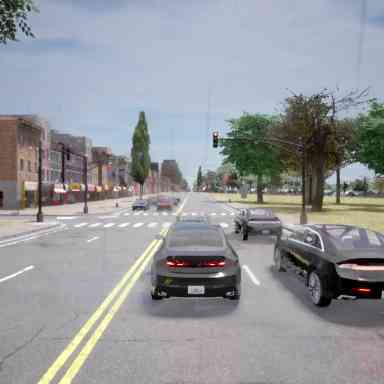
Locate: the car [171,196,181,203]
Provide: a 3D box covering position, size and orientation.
[{"bbox_3d":[-3.257,1.511,68.278,1.895,1.301,4.718,0,0,0],"label":"car"}]

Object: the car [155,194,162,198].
[{"bbox_3d":[-6.584,1.535,55.049,1.837,1.490,4.892,0,0,0],"label":"car"}]

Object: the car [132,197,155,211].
[{"bbox_3d":[-6.593,1.657,43.770,2.033,1.411,5.357,0,0,0],"label":"car"}]

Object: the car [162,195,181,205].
[{"bbox_3d":[-3.330,1.604,53.661,1.994,1.385,4.181,0,1,1],"label":"car"}]

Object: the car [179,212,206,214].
[{"bbox_3d":[0.053,1.689,17.733,1.895,1.301,4.718,0,0,0],"label":"car"}]

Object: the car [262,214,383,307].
[{"bbox_3d":[3.331,1.515,7.986,2.128,1.511,4.902,0,0,0],"label":"car"}]

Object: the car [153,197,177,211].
[{"bbox_3d":[-3.346,1.717,42.045,1.895,1.301,4.718,0,0,0],"label":"car"}]

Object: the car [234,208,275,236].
[{"bbox_3d":[3.299,1.577,17.196,2.128,1.511,4.902,0,0,0],"label":"car"}]

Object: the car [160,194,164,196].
[{"bbox_3d":[-6.505,1.259,68.499,2.097,1.767,4.553,0,1,0],"label":"car"}]

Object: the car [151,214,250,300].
[{"bbox_3d":[0.082,1.531,8.428,1.837,1.490,4.892,0,0,0],"label":"car"}]
